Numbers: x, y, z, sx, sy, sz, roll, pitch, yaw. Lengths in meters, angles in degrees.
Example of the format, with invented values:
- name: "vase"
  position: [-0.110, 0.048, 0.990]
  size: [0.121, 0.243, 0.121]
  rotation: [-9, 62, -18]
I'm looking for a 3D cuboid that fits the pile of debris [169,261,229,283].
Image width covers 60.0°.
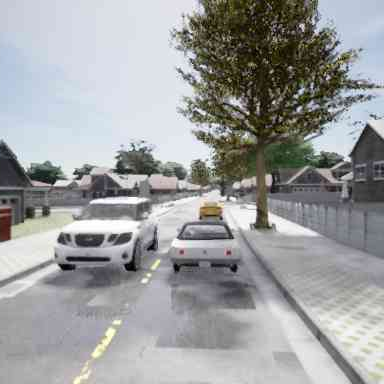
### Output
- name: "pile of debris"
  position: [0.214, 2.167, 9.181]
  size: [1.500, 0.140, 1.860]
  rotation: [0, 0, 2]

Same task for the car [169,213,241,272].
- name: "car"
  position: [0.440, 1.587, 10.798]
  size: [1.895, 1.301, 4.718]
  rotation: [0, 0, 3]

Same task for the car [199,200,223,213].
- name: "car"
  position: [1.620, 1.435, 28.094]
  size: [1.882, 1.535, 5.008]
  rotation: [0, 0, 4]

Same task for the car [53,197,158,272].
- name: "car"
  position: [-2.502, 1.208, 11.163]
  size: [2.150, 2.045, 5.566]
  rotation: [0, 0, 3]
